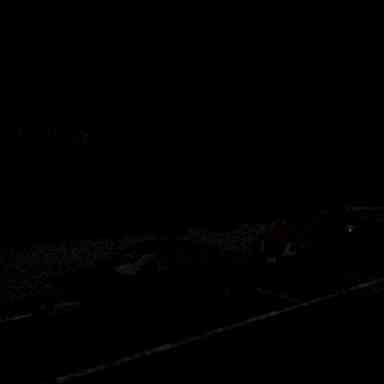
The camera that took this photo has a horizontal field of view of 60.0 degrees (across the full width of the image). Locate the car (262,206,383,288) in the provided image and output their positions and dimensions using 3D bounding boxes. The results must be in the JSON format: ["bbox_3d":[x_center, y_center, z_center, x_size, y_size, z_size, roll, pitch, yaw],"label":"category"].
[{"bbox_3d":[3.968,1.335,9.482,5.009,1.841,2.192,0,-1,-35],"label":"car"}]

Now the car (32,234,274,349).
[{"bbox_3d":[-0.648,1.589,6.191,4.206,1.307,1.802,0,-1,-35],"label":"car"}]
